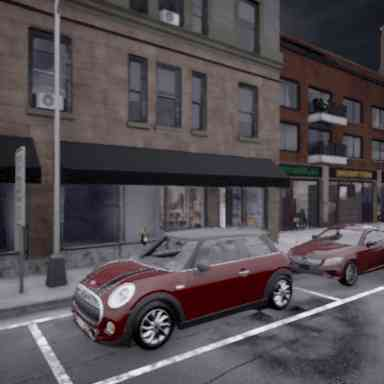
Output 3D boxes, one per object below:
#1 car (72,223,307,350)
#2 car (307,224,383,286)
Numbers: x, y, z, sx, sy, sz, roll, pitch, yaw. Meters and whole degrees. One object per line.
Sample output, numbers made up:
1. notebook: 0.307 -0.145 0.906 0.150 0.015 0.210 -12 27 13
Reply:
1. car: -0.034 1.445 6.161 4.097 1.590 1.967 0 0 -35
2. car: 4.460 1.595 9.364 4.206 1.307 1.802 0 0 -35
